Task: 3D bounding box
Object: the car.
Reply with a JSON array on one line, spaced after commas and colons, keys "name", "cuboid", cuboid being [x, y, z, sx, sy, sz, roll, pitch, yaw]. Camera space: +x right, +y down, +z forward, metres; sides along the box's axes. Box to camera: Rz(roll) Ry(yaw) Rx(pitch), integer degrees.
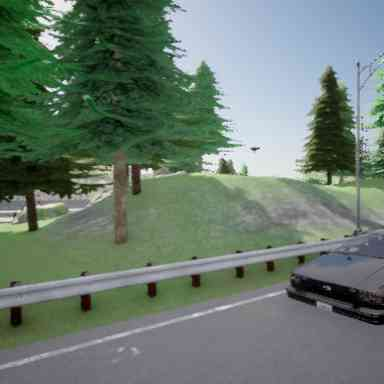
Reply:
[{"name": "car", "cuboid": [4.403, 1.544, 7.156, 5.357, 1.411, 2.033, 0, 0, -35]}]
